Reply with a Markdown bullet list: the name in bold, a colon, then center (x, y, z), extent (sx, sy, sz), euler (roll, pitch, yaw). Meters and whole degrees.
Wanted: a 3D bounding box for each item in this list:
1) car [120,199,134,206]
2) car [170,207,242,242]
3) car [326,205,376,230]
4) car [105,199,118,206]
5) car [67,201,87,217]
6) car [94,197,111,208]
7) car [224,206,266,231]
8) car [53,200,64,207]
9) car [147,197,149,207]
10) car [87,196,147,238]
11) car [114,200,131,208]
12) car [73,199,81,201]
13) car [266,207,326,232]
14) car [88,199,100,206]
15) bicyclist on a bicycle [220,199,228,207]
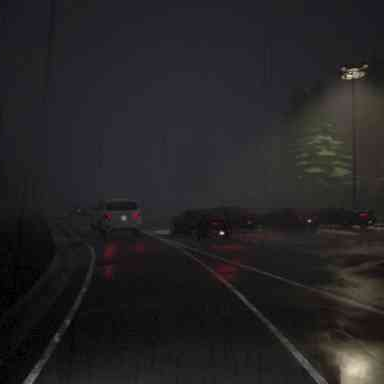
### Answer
- **car**: center (-14.320, 2.285, 73.297), extent (1.895, 1.301, 4.718), euler (0, -1, -25)
- **car**: center (0.353, 1.666, 17.566), extent (1.837, 1.490, 4.892), euler (0, -1, -25)
- **car**: center (9.734, 1.628, 22.290), extent (2.128, 1.511, 4.902), euler (0, -1, -25)
- **car**: center (-17.475, 2.251, 71.783), extent (1.994, 1.385, 4.181), euler (0, -1, -25)
- **car**: center (-12.956, 2.006, 37.667), extent (1.994, 1.385, 4.181), euler (0, -1, -25)
- **car**: center (-16.586, 1.911, 61.650), extent (2.150, 2.045, 5.566), euler (0, -1, -25)
- **car**: center (2.302, 1.662, 21.651), extent (1.882, 1.535, 5.008), euler (0, -1, -25)
- **car**: center (-27.510, 2.331, 68.451), extent (1.837, 1.490, 4.892), euler (0, -1, -25)
- **car**: center (-9.895, 1.883, 63.870), extent (2.150, 2.045, 5.566), euler (0, -1, -25)
- **car**: center (-4.572, 1.436, 19.565), extent (2.150, 2.045, 5.566), euler (0, -1, -23)
- **car**: center (-13.048, 2.218, 62.353), extent (2.033, 1.411, 5.357), euler (0, -1, -25)
- **car**: center (-19.548, 2.241, 59.725), extent (2.033, 1.411, 5.357), euler (0, -1, -25)
- **car**: center (6.165, 1.720, 21.656), extent (1.994, 1.385, 4.181), euler (0, -1, -25)
- **car**: center (-20.821, 2.212, 70.673), extent (1.837, 1.490, 4.892), euler (0, -1, -25)
- **bicyclist on a bicycle**: center (4.253, 1.671, 43.298), extent (1.656, 1.620, 0.582), euler (0, 0, -25)
